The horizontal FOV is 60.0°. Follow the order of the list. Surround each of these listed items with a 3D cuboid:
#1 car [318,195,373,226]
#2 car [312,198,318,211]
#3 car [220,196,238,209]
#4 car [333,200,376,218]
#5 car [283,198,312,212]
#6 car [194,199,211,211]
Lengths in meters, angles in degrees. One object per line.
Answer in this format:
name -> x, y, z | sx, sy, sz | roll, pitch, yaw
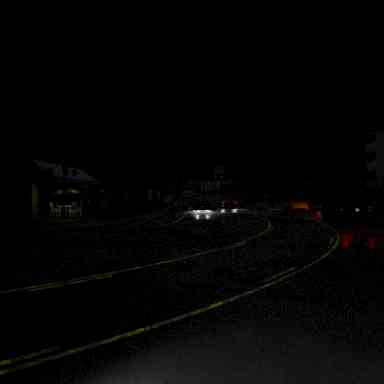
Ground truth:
car -> 10.975, 1.223, 23.866 | 2.150, 2.045, 5.566 | 0, 0, 9
car -> 15.507, 1.491, 41.432 | 2.128, 1.511, 4.902 | 0, 0, 2
car -> 4.998, 1.351, 45.435 | 2.097, 1.767, 4.553 | 0, 0, 2
car -> 14.994, 1.505, 30.984 | 1.837, 1.490, 4.892 | 0, 0, 4
car -> 11.895, 1.478, 38.471 | 1.882, 1.535, 5.008 | 0, 0, 2
car -> 1.320, 1.564, 41.133 | 1.994, 1.385, 4.181 | 0, 0, 2
